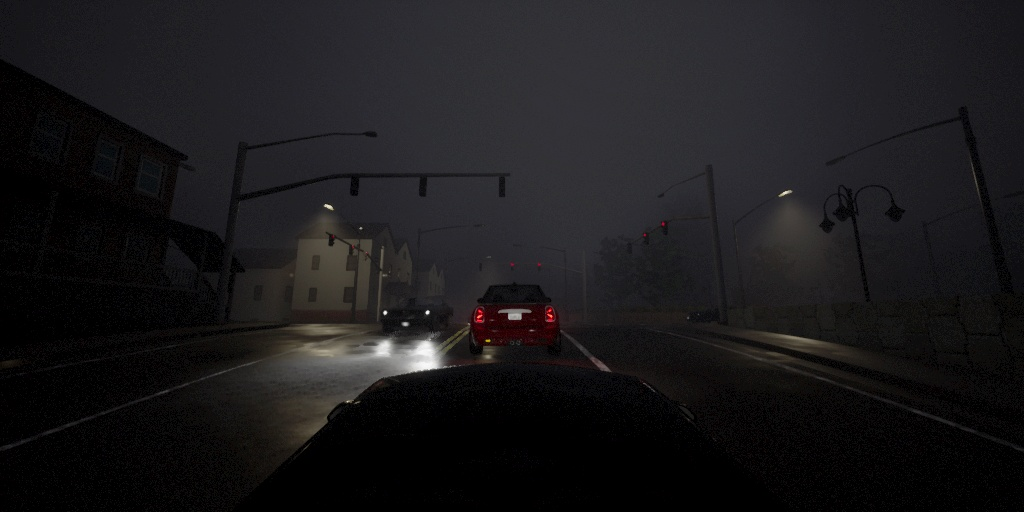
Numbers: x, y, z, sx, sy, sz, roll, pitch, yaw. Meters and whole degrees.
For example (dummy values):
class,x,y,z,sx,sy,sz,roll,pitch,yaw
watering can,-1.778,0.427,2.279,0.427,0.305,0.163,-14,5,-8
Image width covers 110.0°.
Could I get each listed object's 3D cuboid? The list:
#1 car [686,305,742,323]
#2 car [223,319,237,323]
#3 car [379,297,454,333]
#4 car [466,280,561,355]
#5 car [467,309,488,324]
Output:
class,x,y,z,sx,sy,sz,roll,pitch,yaw
car,16.328,4.615,28.244,4.902,1.511,2.128,0,-10,1
car,-19.876,5.146,24.877,5.008,1.535,1.882,-9,-10,0
car,-3.597,2.280,14.335,1.895,1.301,4.718,0,-7,0
car,0.067,1.562,10.026,2.097,1.767,4.553,-1,-6,0
car,-3.580,6.393,37.895,1.812,1.442,4.674,0,-10,0
